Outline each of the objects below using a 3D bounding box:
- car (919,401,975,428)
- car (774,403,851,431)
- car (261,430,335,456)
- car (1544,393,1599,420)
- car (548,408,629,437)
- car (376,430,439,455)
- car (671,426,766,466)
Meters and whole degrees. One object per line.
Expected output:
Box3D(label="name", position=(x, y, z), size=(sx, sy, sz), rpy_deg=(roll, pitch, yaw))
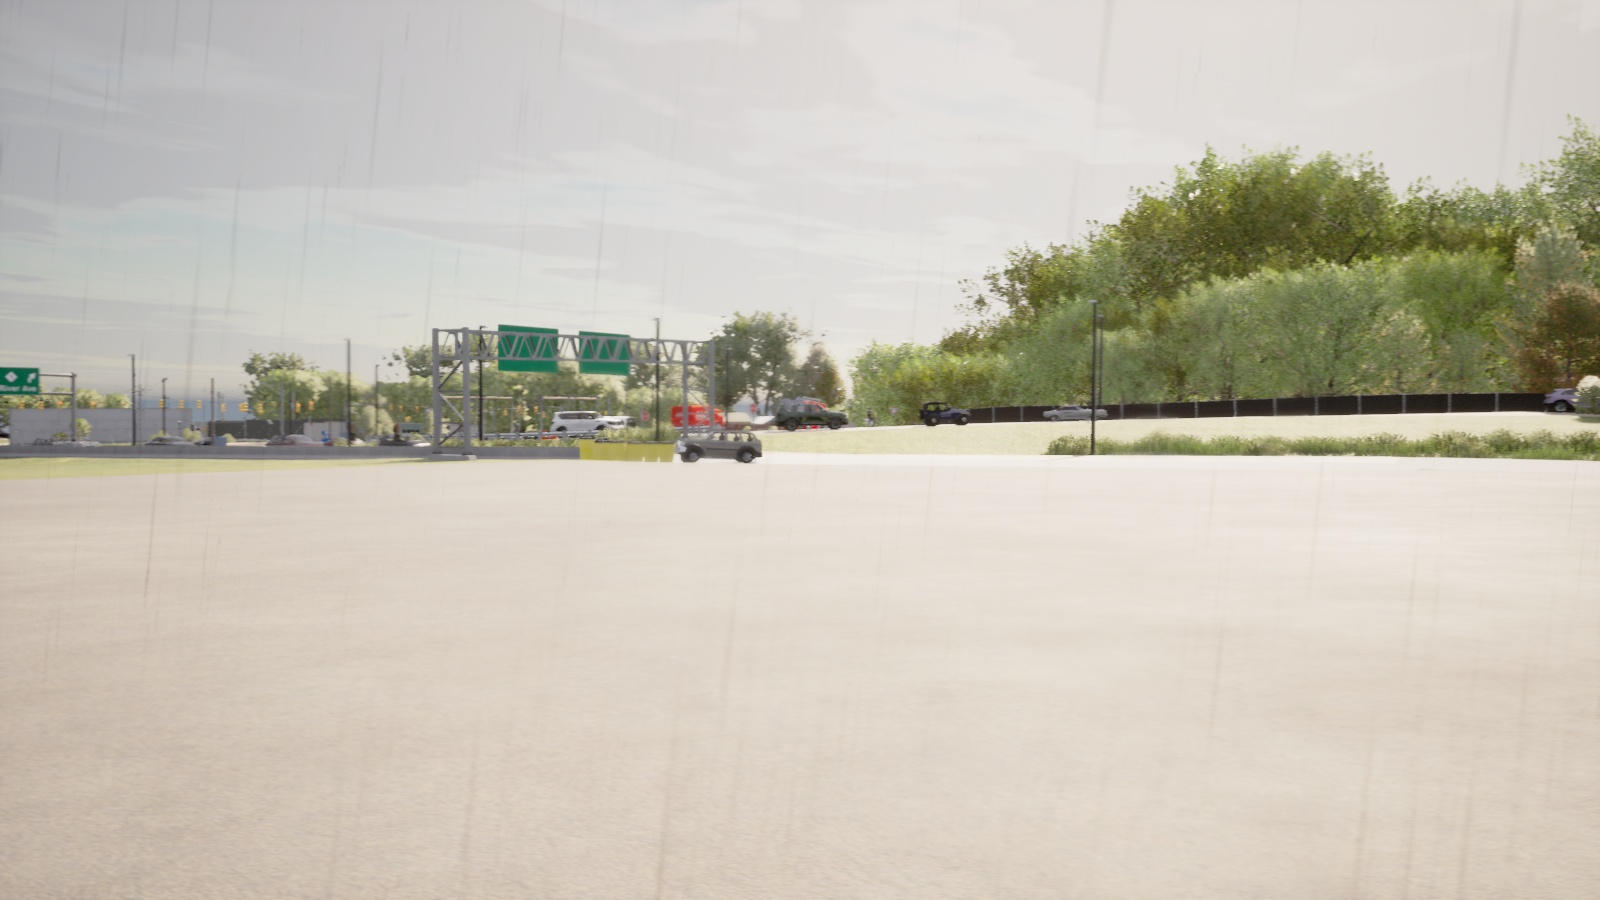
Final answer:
Box3D(label="car", position=(11.095, -2.677, 95.006), size=(3.866, 1.878, 1.905), rpy_deg=(-2, 2, -4))
Box3D(label="car", position=(0.924, -2.473, 94.104), size=(5.566, 2.045, 2.150), rpy_deg=(-1, 2, -5))
Box3D(label="car", position=(-33.795, -0.482, 84.537), size=(4.856, 1.649, 2.033), rpy_deg=(1, 2, 30))
Box3D(label="car", position=(50.962, -2.798, 81.149), size=(4.856, 1.649, 2.033), rpy_deg=(3, 3, 31))
Box3D(label="car", position=(-15.948, -2.061, 94.837), size=(5.566, 2.045, 2.150), rpy_deg=(-1, 1, 16))
Box3D(label="car", position=(-26.333, -0.542, 84.254), size=(3.988, 1.617, 1.851), rpy_deg=(1, 2, 30))
Box3D(label="car", position=(-4.248, -0.200, 65.353), size=(4.605, 1.855, 1.932), rpy_deg=(3, -1, -14))
